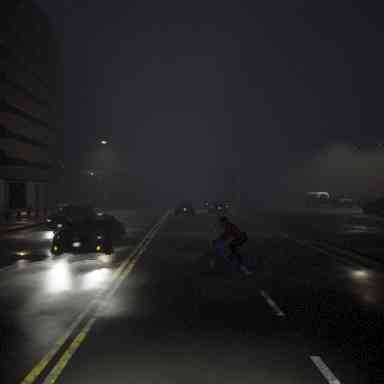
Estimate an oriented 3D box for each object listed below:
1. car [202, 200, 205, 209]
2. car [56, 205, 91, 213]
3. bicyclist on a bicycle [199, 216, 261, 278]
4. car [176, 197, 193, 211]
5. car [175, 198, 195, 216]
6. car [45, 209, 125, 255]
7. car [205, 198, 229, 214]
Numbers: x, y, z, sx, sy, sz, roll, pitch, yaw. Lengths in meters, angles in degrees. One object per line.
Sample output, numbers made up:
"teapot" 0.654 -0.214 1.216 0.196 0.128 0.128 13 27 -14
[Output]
"car" 2.413 1.547 44.227 2.033 1.411 5.357 0 0 -1
"car" -7.615 1.548 21.631 2.033 1.411 5.357 0 0 -2
"bicyclist on a bicycle" 0.988 1.453 8.741 1.656 1.620 0.582 -1 0 -1
"car" -0.950 1.491 42.490 2.128 1.511 4.902 0 0 -1
"car" -0.705 1.564 32.831 1.994 1.385 4.181 0 0 -1
"car" -3.890 1.564 13.094 1.994 1.385 4.181 0 0 -1
"car" 2.699 1.564 34.994 1.994 1.385 4.181 0 0 -1
